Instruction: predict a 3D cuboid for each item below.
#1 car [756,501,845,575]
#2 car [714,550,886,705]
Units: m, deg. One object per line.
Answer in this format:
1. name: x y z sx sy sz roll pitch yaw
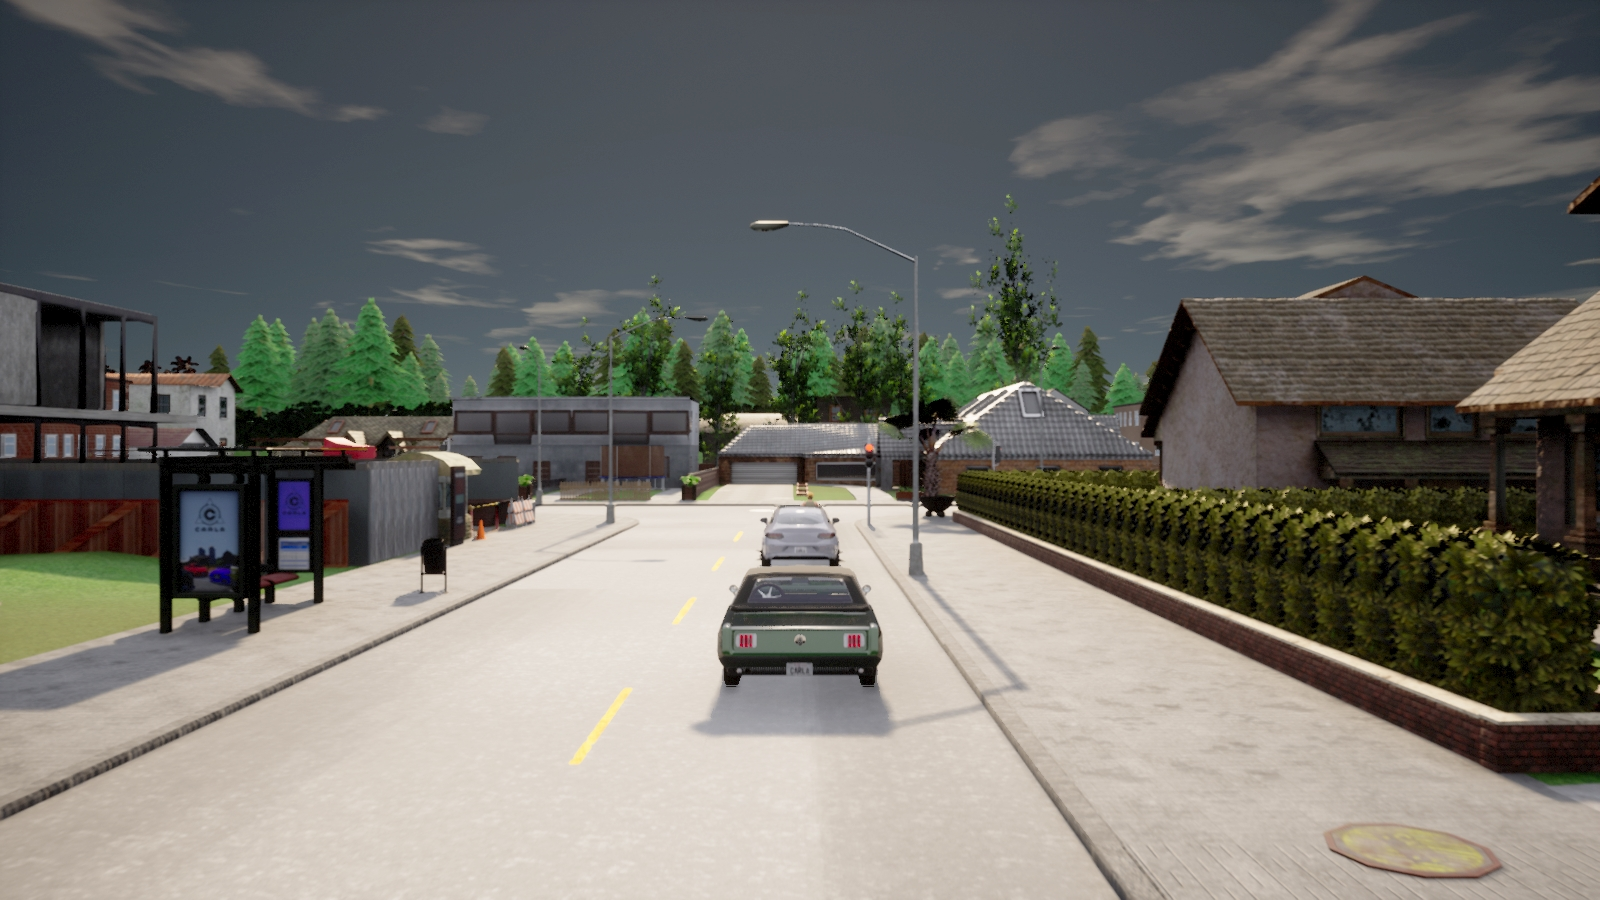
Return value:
1. car: 0.001 2.081 27.986 2.002 1.442 4.674 0 0 0
2. car: 0.002 2.155 14.905 1.895 1.301 4.718 0 0 0
